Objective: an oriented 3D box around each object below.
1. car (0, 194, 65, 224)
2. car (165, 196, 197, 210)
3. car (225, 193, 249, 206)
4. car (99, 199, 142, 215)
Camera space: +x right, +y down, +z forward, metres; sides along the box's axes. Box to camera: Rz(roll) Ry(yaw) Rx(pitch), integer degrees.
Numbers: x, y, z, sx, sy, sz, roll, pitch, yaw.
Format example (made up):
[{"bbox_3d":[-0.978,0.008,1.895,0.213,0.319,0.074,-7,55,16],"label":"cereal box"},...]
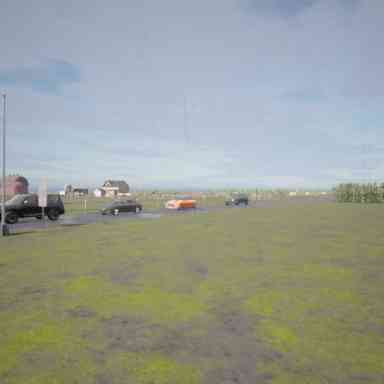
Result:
[{"bbox_3d":[-12.381,1.192,25.124,2.150,2.045,5.566,1,0,33],"label":"car"},{"bbox_3d":[-1.341,1.309,41.674,2.097,1.767,4.553,1,0,34],"label":"car"},{"bbox_3d":[7.472,1.215,54.712,2.150,2.045,5.566,1,0,34],"label":"car"},{"bbox_3d":[-7.055,1.468,33.130,1.837,1.490,4.892,1,0,34],"label":"car"}]
